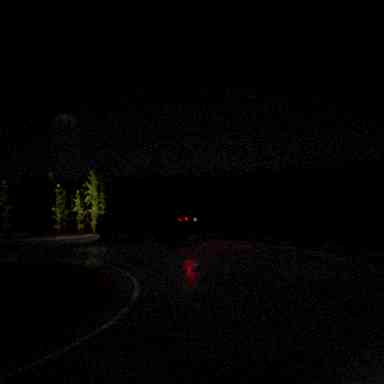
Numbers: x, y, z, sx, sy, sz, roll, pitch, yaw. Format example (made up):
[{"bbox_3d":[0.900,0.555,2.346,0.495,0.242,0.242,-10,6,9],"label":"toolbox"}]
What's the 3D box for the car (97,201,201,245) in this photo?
[{"bbox_3d":[-2.267,1.477,17.106,5.566,2.045,2.150,-2,-2,26],"label":"car"}]
